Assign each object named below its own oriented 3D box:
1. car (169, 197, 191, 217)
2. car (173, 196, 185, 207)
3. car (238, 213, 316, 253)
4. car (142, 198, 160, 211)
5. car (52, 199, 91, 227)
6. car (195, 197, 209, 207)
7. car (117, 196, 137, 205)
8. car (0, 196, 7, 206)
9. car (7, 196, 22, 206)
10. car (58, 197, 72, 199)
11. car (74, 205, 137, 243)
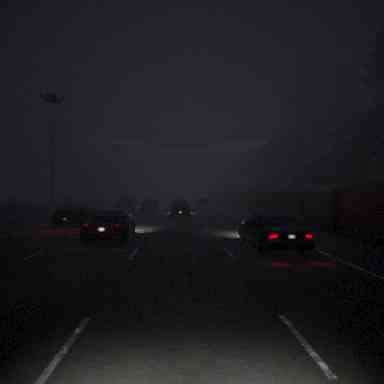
[{"bbox_3d":[-1.139,1.512,31.835,1.837,1.490,4.892,0,0,-3],"label":"car"},{"bbox_3d":[-2.134,1.516,54.076,1.837,1.490,4.892,0,0,-3],"label":"car"},{"bbox_3d":[3.269,1.569,13.796,2.033,1.411,5.357,0,0,-3],"label":"car"},{"bbox_3d":[-5.040,1.482,40.636,2.128,1.511,4.902,0,0,-3],"label":"car"},{"bbox_3d":[-7.693,1.447,22.277,1.882,1.535,5.008,0,0,-3],"label":"car"},{"bbox_3d":[1.514,1.532,50.772,1.837,1.490,4.892,0,0,-3],"label":"car"},{"bbox_3d":[-8.740,1.325,45.083,2.097,1.767,4.553,0,0,-3],"label":"car"},{"bbox_3d":[-22.494,1.378,35.817,1.882,1.535,5.008,0,0,-2],"label":"car"},{"bbox_3d":[-26.529,1.376,48.217,2.128,1.511,4.902,0,0,-2],"label":"car"},{"bbox_3d":[-19.642,1.467,51.177,2.033,1.411,5.357,0,0,-2],"label":"car"},{"bbox_3d":[-3.907,1.551,16.004,1.994,1.385,4.181,0,0,-3],"label":"car"}]
